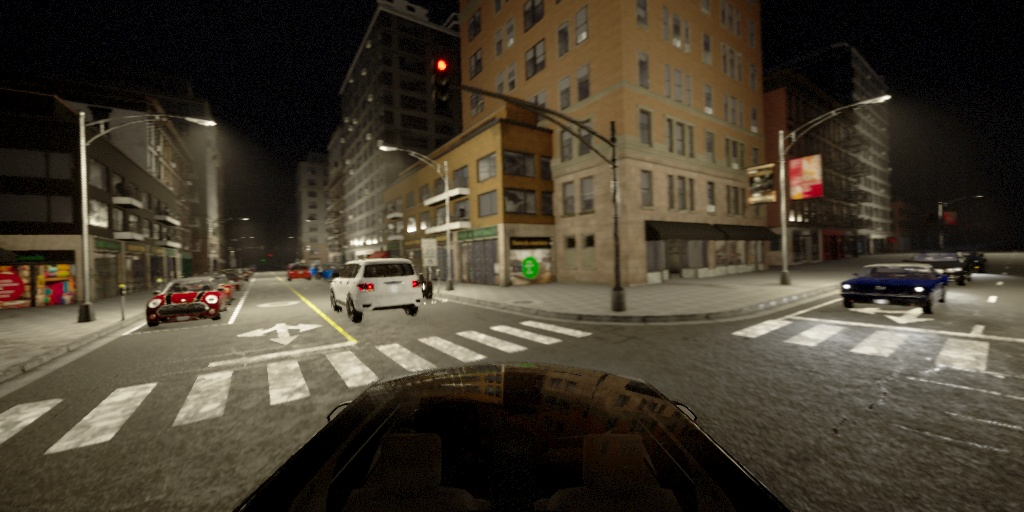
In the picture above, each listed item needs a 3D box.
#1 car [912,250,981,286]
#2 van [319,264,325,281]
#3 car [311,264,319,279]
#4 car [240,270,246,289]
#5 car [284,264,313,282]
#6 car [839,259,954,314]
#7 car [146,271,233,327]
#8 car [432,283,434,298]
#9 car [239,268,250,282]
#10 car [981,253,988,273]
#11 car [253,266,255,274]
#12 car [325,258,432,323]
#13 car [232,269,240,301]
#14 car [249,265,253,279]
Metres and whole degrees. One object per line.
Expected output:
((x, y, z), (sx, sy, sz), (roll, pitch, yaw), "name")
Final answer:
((20.229, 0.523, 17.041), (4.902, 1.511, 2.128), (-2, 0, -35), "car")
((-17.955, 1.652, 36.088), (1.690, 1.789, 3.998), (0, 0, -35), "van")
((-21.103, 1.963, 40.610), (2.007, 1.370, 4.403), (0, 0, -35), "car")
((-21.388, 1.993, 26.979), (1.802, 1.307, 4.207), (0, 0, -35), "car")
((-23.743, 1.845, 39.928), (2.097, 1.767, 4.553), (-2, 0, -35), "car")
((12.185, 0.918, 11.391), (4.718, 1.301, 1.895), (-2, 0, -35), "car")
((-11.942, 1.557, 13.415), (1.967, 1.591, 4.097), (0, 0, -35), "car")
((-5.360, 1.482, 18.002), (1.948, 1.339, 4.313), (0, 0, -35), "car")
((-24.536, 2.062, 31.501), (2.007, 1.370, 4.403), (0, 0, -35), "car")
((28.413, 0.304, 22.716), (4.181, 1.385, 1.994), (-2, 0, -35), "car")
((-37.130, 2.474, 49.587), (2.007, 1.370, 4.403), (0, 0, -35), "car")
((-5.228, 1.133, 13.398), (2.150, 2.045, 5.566), (-2, 0, -35), "car")
((-15.091, 1.654, 17.937), (1.967, 1.591, 4.097), (0, 0, -35), "car")
((-30.833, 2.156, 40.544), (1.967, 1.591, 4.097), (0, 0, -35), "car")
